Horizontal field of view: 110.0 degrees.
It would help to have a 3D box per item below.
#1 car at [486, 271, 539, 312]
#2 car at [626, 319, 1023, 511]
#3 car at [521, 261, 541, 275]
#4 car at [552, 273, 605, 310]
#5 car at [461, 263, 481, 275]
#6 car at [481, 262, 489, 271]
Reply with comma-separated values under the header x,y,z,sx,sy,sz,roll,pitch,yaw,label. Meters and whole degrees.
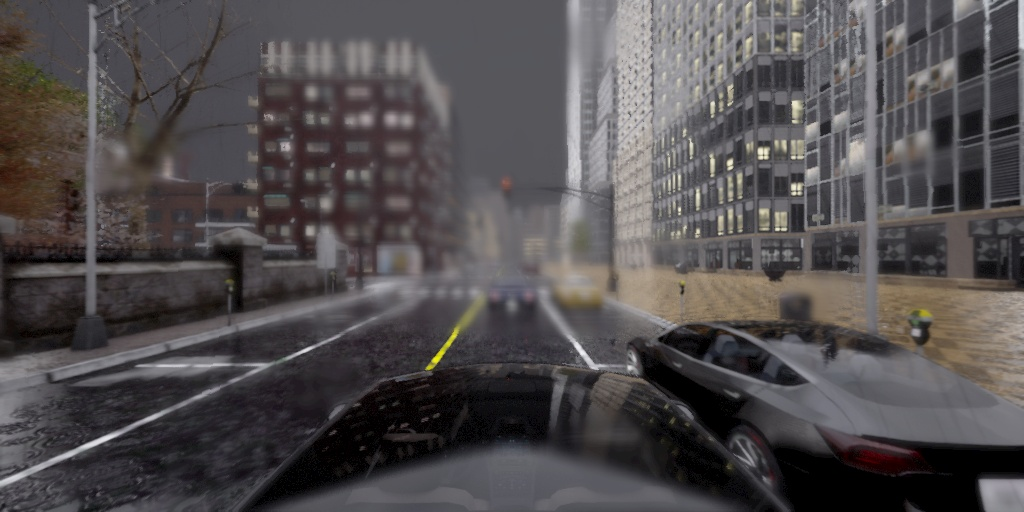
x,y,z,sx,sy,sz,roll,pitch,yaw,label
0.020,1.488,15.106,1.895,1.301,4.718,0,-1,0,car
2.688,1.339,3.993,1.948,1.339,4.313,0,0,0,car
2.692,1.553,47.668,2.192,1.841,5.009,0,0,0,car
2.690,1.414,15.428,1.751,1.417,4.829,0,0,0,car
-5.687,1.789,47.669,2.007,1.370,4.403,0,0,0,car
-5.686,1.980,64.247,2.007,1.370,4.403,0,0,0,car
